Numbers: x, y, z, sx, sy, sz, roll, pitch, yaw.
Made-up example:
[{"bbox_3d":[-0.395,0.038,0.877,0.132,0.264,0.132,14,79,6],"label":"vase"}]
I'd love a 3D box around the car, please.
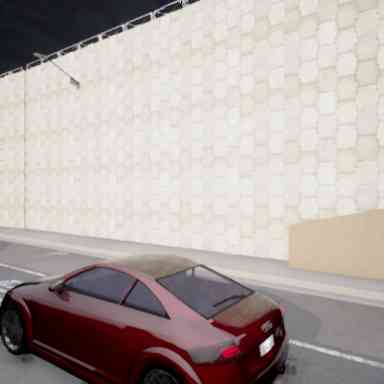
[{"bbox_3d":[-0.859,1.557,4.614,4.181,1.385,1.994,0,0,35],"label":"car"}]
